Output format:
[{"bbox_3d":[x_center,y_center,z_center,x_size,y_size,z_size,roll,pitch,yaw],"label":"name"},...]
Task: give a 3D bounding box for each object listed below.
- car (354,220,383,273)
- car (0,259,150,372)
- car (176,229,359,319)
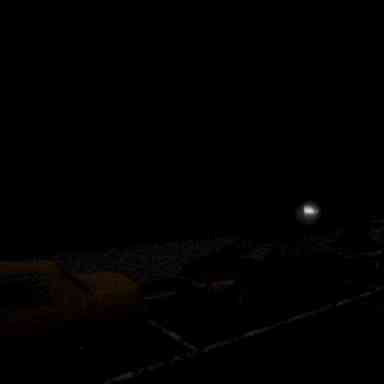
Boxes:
[{"bbox_3d":[6.055,1.573,10.471,4.403,1.369,2.008,0,0,-35],"label":"car"},{"bbox_3d":[-2.915,1.525,4.111,4.829,1.417,1.752,0,0,-35],"label":"car"},{"bbox_3d":[1.639,1.594,7.340,4.206,1.307,1.802,0,0,-35],"label":"car"}]
